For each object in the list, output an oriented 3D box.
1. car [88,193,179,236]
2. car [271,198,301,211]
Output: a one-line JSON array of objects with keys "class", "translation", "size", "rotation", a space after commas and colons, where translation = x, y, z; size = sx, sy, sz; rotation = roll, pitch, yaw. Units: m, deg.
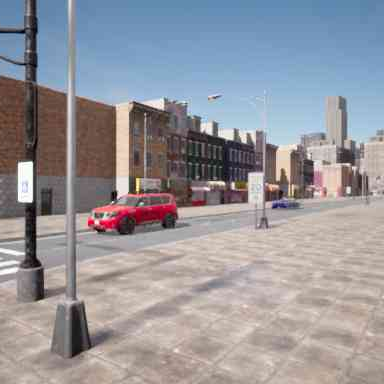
[{"class": "car", "translation": [-3.009, 1.111, 18.364], "size": [2.150, 2.045, 5.566], "rotation": [0, 1, 35]}, {"class": "car", "translation": [10.563, 1.371, 37.375], "size": [1.895, 1.301, 4.718], "rotation": [0, 0, 36]}]
